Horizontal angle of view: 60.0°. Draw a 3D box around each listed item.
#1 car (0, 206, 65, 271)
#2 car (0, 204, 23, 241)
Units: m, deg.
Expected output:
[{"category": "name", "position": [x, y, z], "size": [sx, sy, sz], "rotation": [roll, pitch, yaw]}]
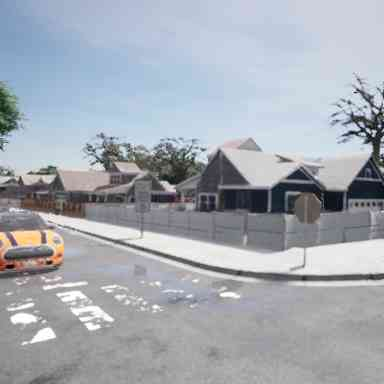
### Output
[{"category": "car", "position": [-5.892, 1.514, 11.349], "size": [2.097, 1.767, 4.553], "rotation": [1, -1, -35]}, {"category": "car", "position": [-10.941, 1.603, 18.522], "size": [2.097, 1.767, 4.553], "rotation": [1, -1, -35]}]
